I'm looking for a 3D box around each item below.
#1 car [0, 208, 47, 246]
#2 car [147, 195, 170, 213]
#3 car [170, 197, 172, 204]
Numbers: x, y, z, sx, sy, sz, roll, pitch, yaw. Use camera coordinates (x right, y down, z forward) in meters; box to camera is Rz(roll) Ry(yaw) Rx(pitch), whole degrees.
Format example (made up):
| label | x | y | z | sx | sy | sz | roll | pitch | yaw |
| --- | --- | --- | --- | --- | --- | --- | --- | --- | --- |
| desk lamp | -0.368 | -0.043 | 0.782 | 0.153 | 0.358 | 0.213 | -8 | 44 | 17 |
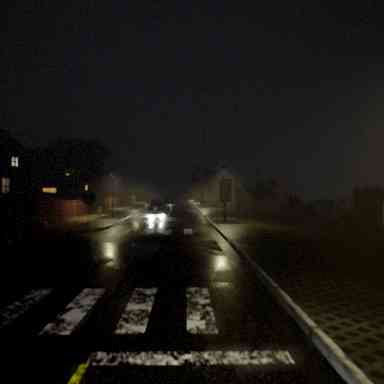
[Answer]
| label | x | y | z | sx | sy | sz | roll | pitch | yaw |
| --- | --- | --- | --- | --- | --- | --- | --- | --- | --- |
| car | -7.965 | 1.229 | 12.322 | 4.718 | 1.301 | 1.895 | 3 | 1 | -22 |
| car | -3.815 | 1.462 | 36.396 | 2.128 | 1.511 | 4.902 | 0 | 0 | -2 |
| car | -4.724 | 1.347 | 60.878 | 1.882 | 1.535 | 5.008 | 0 | 0 | -2 |
